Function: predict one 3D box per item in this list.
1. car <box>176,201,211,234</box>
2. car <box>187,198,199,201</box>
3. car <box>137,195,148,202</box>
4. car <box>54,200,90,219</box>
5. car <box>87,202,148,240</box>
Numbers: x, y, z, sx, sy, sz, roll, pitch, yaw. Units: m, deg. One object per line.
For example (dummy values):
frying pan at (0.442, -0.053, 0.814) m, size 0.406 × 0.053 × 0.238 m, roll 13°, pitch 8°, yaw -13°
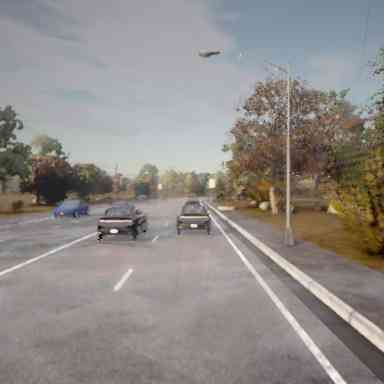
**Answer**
car at (0.092, 1.493, 19.230) m, size 2.128 × 1.511 × 4.902 m, roll 0°, pitch 0°, yaw 0°
car at (0.086, 1.509, 41.323) m, size 1.837 × 1.490 × 4.892 m, roll 0°, pitch 0°, yaw 0°
car at (-10.483, 1.325, 70.353) m, size 1.837 × 1.490 × 4.892 m, roll 0°, pitch 0°, yaw 0°
car at (-10.608, 1.480, 29.660) m, size 1.882 × 1.535 × 5.008 m, roll 0°, pitch 0°, yaw 0°
car at (-3.405, 1.493, 16.929) m, size 2.128 × 1.511 × 4.902 m, roll 0°, pitch 0°, yaw 0°
